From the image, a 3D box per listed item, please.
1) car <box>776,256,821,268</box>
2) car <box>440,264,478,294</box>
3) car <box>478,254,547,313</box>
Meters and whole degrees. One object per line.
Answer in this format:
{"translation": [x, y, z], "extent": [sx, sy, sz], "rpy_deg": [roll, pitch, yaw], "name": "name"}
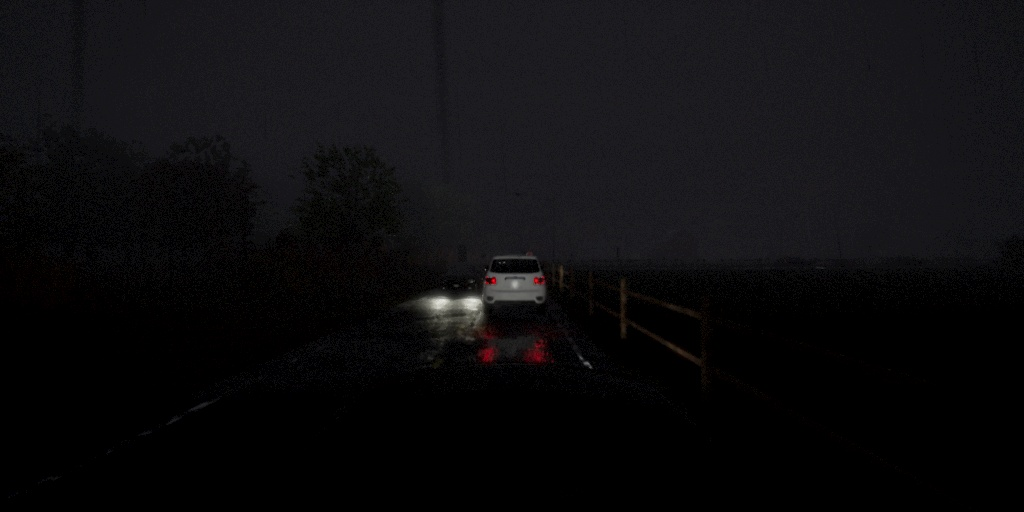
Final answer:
{"translation": [39.226, 0.834, 49.559], "extent": [4.553, 1.767, 2.097], "rpy_deg": [0, 0, -1], "name": "car"}
{"translation": [-2.754, 1.196, 20.178], "extent": [1.882, 1.535, 5.008], "rpy_deg": [0, 0, 0], "name": "car"}
{"translation": [0.097, 0.953, 14.061], "extent": [2.150, 2.045, 5.566], "rpy_deg": [0, 0, 0], "name": "car"}
